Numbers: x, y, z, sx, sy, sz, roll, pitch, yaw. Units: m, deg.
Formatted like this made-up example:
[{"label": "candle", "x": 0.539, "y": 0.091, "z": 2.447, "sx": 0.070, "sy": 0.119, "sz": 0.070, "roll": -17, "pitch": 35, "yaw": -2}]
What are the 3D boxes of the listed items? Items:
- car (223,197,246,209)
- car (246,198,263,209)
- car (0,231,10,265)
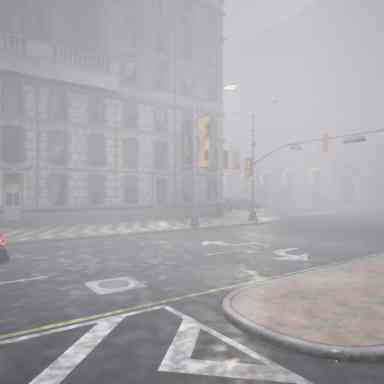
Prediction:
[{"label": "car", "x": 4.495, "y": 1.505, "z": 44.335, "sx": 1.837, "sy": 1.490, "sz": 4.892, "roll": 0, "pitch": 0, "yaw": -36}, {"label": "car", "x": 7.371, "y": 1.547, "z": 46.323, "sx": 2.033, "sy": 1.411, "sz": 5.357, "roll": 0, "pitch": 0, "yaw": -36}, {"label": "car", "x": -7.353, "y": 1.352, "z": 8.583, "sx": 4.553, "sy": 1.767, "sz": 2.097, "roll": 0, "pitch": 0, "yaw": -35}]
